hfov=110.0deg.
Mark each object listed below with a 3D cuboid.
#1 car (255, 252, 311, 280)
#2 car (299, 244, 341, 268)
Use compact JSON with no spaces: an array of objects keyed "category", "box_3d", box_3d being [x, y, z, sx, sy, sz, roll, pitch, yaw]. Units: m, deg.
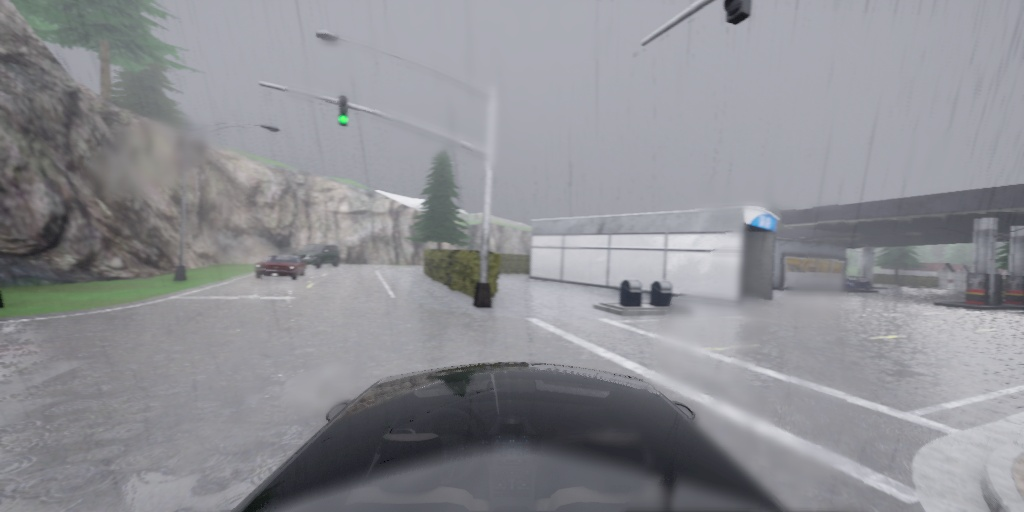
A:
[{"category":"car","box_3d":[-13.115,0.601,20.600,1.895,1.301,4.718,3,0,-23]},{"category":"car","box_3d":[-17.213,-0.034,31.794,2.150,2.045,5.566,3,1,-3]}]
